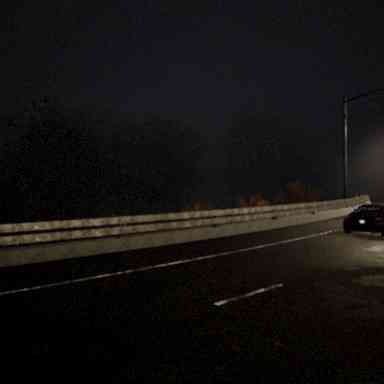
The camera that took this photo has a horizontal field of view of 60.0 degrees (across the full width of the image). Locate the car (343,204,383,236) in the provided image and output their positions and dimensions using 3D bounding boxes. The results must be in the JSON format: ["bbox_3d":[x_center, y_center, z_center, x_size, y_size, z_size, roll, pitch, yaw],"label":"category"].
[{"bbox_3d":[9.314,1.322,16.845,4.181,1.385,1.994,-1,1,-45],"label":"car"}]
